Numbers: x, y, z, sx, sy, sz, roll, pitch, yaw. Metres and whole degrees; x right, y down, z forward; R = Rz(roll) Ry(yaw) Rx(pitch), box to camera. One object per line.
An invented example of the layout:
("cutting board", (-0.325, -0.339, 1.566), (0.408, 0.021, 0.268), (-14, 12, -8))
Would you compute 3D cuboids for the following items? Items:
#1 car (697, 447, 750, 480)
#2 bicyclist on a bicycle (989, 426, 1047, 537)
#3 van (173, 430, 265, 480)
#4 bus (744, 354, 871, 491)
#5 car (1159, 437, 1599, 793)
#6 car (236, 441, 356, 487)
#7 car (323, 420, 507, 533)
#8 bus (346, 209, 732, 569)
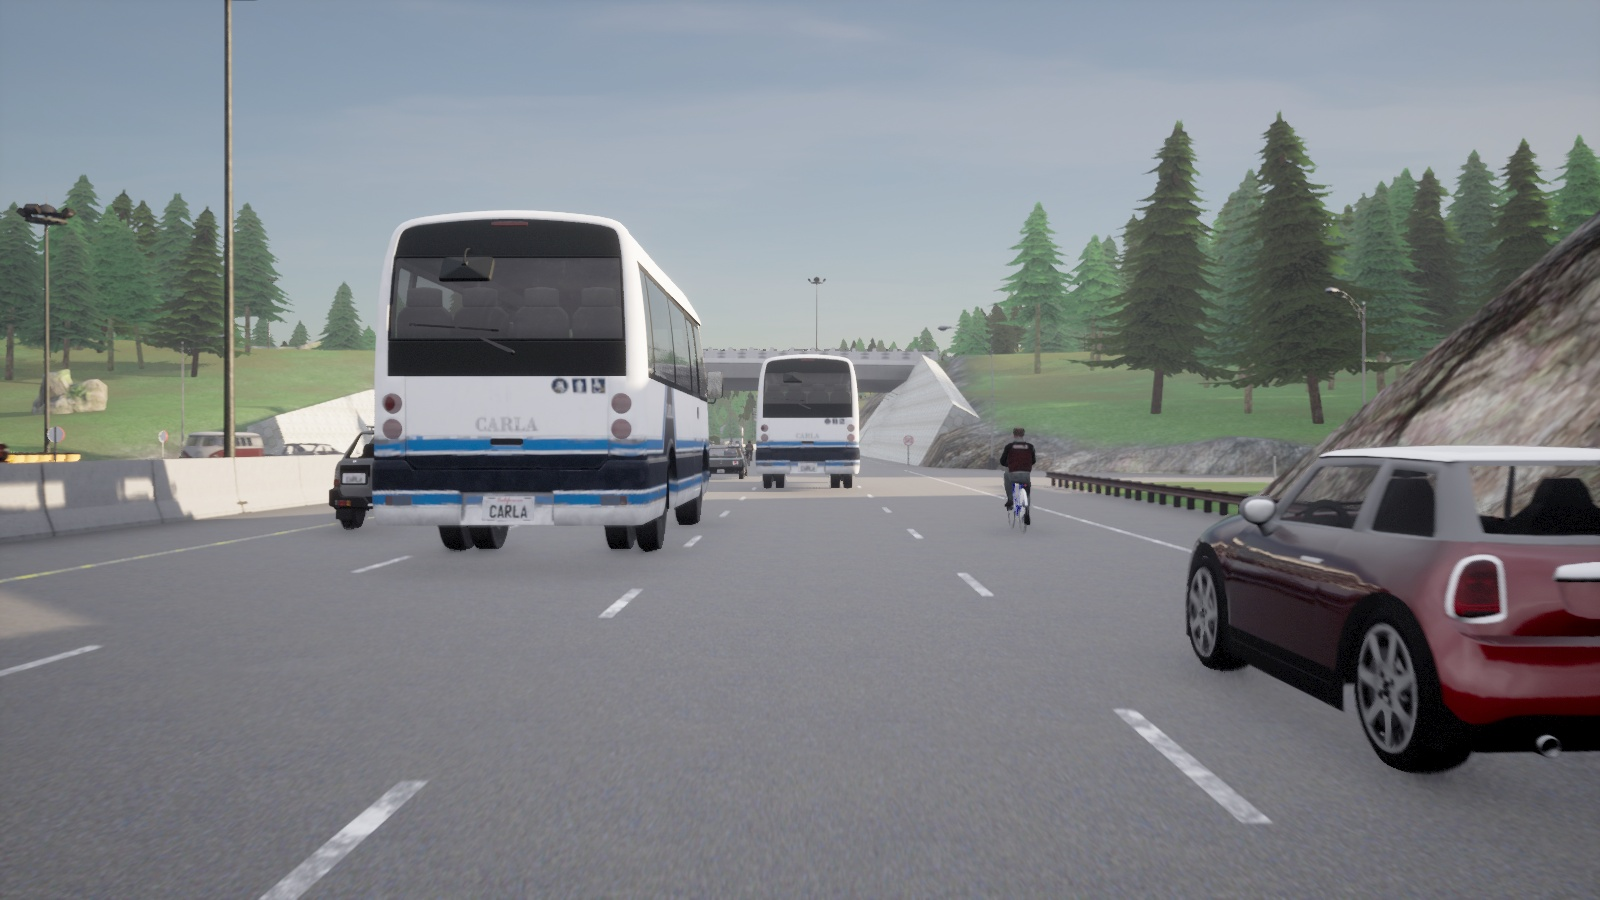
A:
("car", (-3.183, 0.546, 52.973), (1.895, 1.301, 4.718), (0, 0, 0))
("bicyclist on a bicycle", (3.635, 0.501, 21.068), (0.659, 1.776, 1.843), (0, 1, 0))
("van", (-24.186, 0.183, 52.441), (1.775, 1.987, 4.442), (0, 0, 0))
("bus", (0.268, -0.879, 44.263), (3.944, 4.253, 10.273), (0, 0, 0))
("car", (3.557, 0.674, 7.107), (1.970, 1.475, 3.806), (0, 0, 0))
("car", (-17.239, 0.445, 43.230), (2.128, 1.511, 4.902), (0, 0, 0))
("car", (-6.854, 0.429, 22.908), (1.932, 1.855, 4.605), (0, 0, 0))
("bus", (-3.370, -0.745, 19.984), (3.944, 4.253, 10.273), (0, 0, 0))
